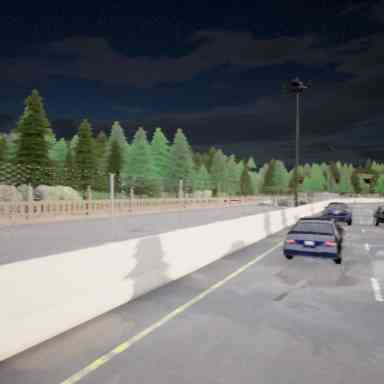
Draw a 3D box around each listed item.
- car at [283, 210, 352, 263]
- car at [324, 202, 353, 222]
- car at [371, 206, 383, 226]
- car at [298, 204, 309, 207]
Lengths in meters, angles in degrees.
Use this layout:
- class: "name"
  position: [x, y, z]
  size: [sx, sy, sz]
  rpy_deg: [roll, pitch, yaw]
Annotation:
- class: "car"
  position: [4.774, 1.658, 12.597]
  size: [2.033, 1.411, 5.357]
  rpy_deg: [0, 0, 26]
- class: "car"
  position: [11.802, 1.604, 26.853]
  size: [2.097, 1.767, 4.553]
  rpy_deg: [0, 0, 27]
- class: "car"
  position: [14.975, 1.782, 25.379]
  size: [1.837, 1.490, 4.892]
  rpy_deg: [0, 0, 27]
- class: "car"
  position: [20.485, 2.114, 60.449]
  size: [1.895, 1.301, 4.718]
  rpy_deg: [0, 0, 27]
